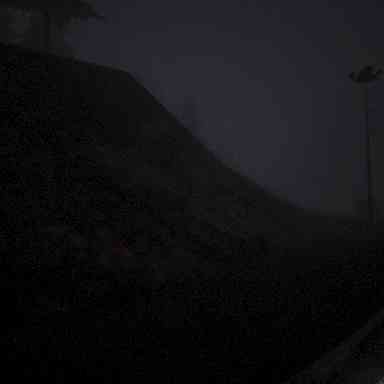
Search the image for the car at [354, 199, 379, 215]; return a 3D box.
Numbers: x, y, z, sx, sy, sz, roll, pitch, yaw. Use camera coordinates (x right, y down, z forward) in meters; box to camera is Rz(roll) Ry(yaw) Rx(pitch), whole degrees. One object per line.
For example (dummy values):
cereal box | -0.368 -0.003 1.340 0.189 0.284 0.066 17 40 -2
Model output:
car | 24.715 2.093 47.203 2.150 2.045 5.566 -2 -2 14
